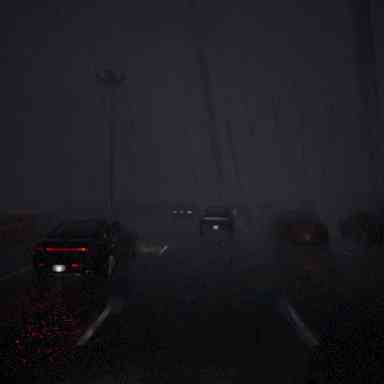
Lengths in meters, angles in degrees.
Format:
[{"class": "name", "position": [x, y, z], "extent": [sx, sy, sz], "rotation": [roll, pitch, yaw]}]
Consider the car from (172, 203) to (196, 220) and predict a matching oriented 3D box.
[{"class": "car", "position": [-0.303, 1.661, 29.172], "extent": [2.033, 1.411, 5.357], "rotation": [0, 0, 12]}]

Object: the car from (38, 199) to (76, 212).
[{"class": "car", "position": [-15.814, 1.648, 40.209], "extent": [1.837, 1.490, 4.892], "rotation": [0, 0, 15]}]

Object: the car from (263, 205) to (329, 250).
[{"class": "car", "position": [4.494, 1.538, 14.693], "extent": [1.882, 1.535, 5.008], "rotation": [0, 0, 6]}]

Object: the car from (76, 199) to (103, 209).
[{"class": "car", "position": [-11.858, 1.628, 41.467], "extent": [1.882, 1.535, 5.008], "rotation": [0, 0, 16]}]

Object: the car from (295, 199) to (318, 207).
[{"class": "car", "position": [11.836, 1.496, 34.568], "extent": [2.097, 1.767, 4.553], "rotation": [0, 0, 15]}]

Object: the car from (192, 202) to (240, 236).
[{"class": "car", "position": [1.521, 1.567, 19.043], "extent": [2.128, 1.511, 4.902], "rotation": [0, 0, 8]}]

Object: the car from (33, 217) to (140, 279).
[{"class": "car", "position": [-2.932, 1.542, 10.192], "extent": [1.837, 1.490, 4.892], "rotation": [0, 0, 4]}]

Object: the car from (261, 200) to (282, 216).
[{"class": "car", "position": [8.299, 1.647, 34.913], "extent": [1.837, 1.490, 4.892], "rotation": [0, 0, 15]}]

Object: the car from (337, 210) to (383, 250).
[{"class": "car", "position": [8.011, 1.541, 14.698], "extent": [1.882, 1.535, 5.008], "rotation": [0, 0, 6]}]

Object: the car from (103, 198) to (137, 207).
[{"class": "car", "position": [-8.462, 1.502, 40.564], "extent": [2.097, 1.767, 4.553], "rotation": [0, 0, 16]}]

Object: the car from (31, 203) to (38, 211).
[{"class": "car", "position": [-18.602, 1.657, 43.257], "extent": [1.837, 1.490, 4.892], "rotation": [0, 0, 15]}]

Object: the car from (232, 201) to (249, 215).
[{"class": "car", "position": [4.938, 1.669, 35.887], "extent": [1.812, 1.442, 4.674], "rotation": [0, 0, 15]}]
